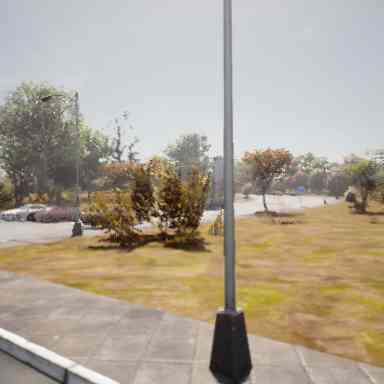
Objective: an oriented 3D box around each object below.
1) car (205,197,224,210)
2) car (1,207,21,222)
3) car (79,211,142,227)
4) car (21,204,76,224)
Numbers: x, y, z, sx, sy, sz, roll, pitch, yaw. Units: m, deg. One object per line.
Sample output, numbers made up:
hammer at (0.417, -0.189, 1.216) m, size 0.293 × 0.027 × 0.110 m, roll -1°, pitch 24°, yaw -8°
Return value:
car at (2.692, 1.476, 45.272) m, size 2.097 × 1.767 × 4.553 m, roll -1°, pitch 0°, yaw 39°
car at (-14.399, 1.828, 29.611) m, size 1.812 × 1.442 × 4.674 m, roll -1°, pitch 0°, yaw 39°
car at (-5.399, 1.792, 23.889) m, size 1.895 × 1.301 × 4.718 m, roll -1°, pitch 0°, yaw 39°
car at (-11.437, 1.829, 27.709) m, size 1.994 × 1.385 × 4.181 m, roll -1°, pitch 0°, yaw 39°
